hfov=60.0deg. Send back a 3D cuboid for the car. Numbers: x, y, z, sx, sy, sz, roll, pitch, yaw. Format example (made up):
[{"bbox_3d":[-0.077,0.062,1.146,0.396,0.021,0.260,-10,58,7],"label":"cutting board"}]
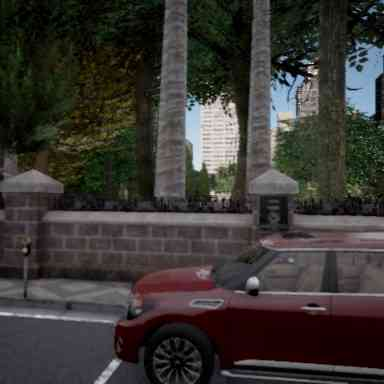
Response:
[{"bbox_3d":[1.562,1.457,4.457,5.009,1.841,2.192,0,-1,9],"label":"car"}]
